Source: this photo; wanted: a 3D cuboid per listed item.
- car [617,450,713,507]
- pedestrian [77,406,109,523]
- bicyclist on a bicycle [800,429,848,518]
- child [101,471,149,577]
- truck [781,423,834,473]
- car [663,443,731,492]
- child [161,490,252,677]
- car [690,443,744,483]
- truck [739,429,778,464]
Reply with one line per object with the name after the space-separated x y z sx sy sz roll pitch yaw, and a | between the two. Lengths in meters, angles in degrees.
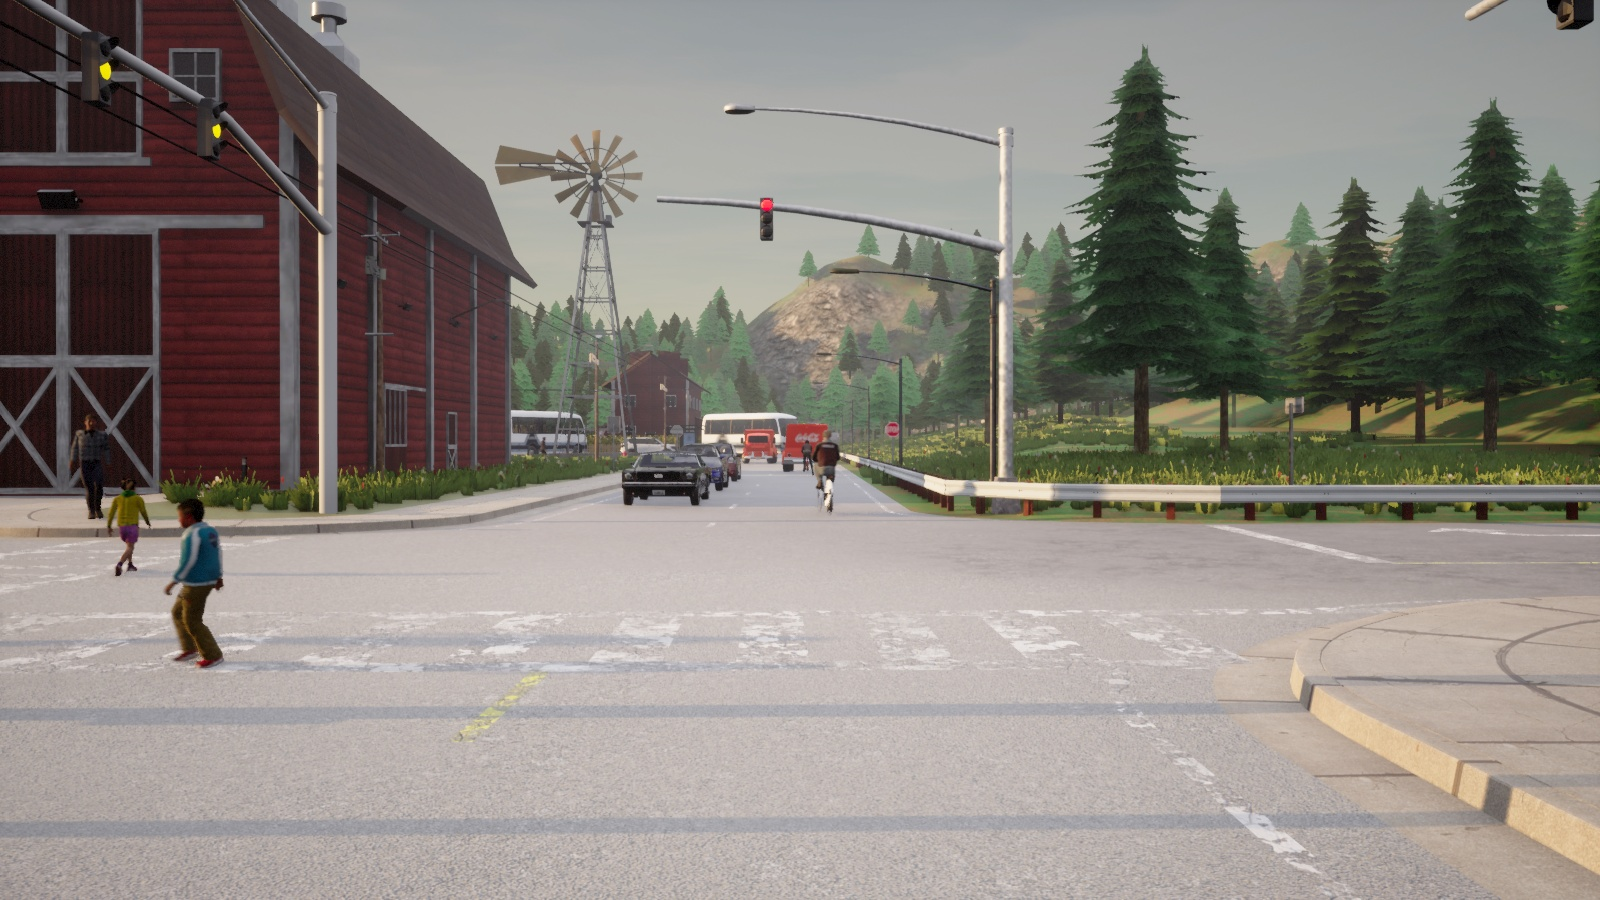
-3.310 0.665 31.709 1.895 1.301 4.718 0 0 0 | car
-12.041 0.237 21.388 0.423 1.949 0.788 0 0 -33 | pedestrian
0.488 0.470 26.318 0.659 1.776 1.843 1 0 -9 | bicyclist on a bicycle
-7.569 0.816 14.085 0.299 1.160 0.473 0 0 -3 | child
0.379 -0.112 65.417 2.627 2.467 5.204 0 0 0 | truck
-3.261 0.529 40.469 1.816 1.474 4.193 0 0 0 | car
-3.912 0.866 8.291 0.448 1.192 0.343 0 0 -5 | child
-3.213 0.479 49.318 1.845 1.501 3.633 0 0 0 | car
-2.972 -0.259 91.542 2.627 2.467 5.204 0 0 0 | truck
